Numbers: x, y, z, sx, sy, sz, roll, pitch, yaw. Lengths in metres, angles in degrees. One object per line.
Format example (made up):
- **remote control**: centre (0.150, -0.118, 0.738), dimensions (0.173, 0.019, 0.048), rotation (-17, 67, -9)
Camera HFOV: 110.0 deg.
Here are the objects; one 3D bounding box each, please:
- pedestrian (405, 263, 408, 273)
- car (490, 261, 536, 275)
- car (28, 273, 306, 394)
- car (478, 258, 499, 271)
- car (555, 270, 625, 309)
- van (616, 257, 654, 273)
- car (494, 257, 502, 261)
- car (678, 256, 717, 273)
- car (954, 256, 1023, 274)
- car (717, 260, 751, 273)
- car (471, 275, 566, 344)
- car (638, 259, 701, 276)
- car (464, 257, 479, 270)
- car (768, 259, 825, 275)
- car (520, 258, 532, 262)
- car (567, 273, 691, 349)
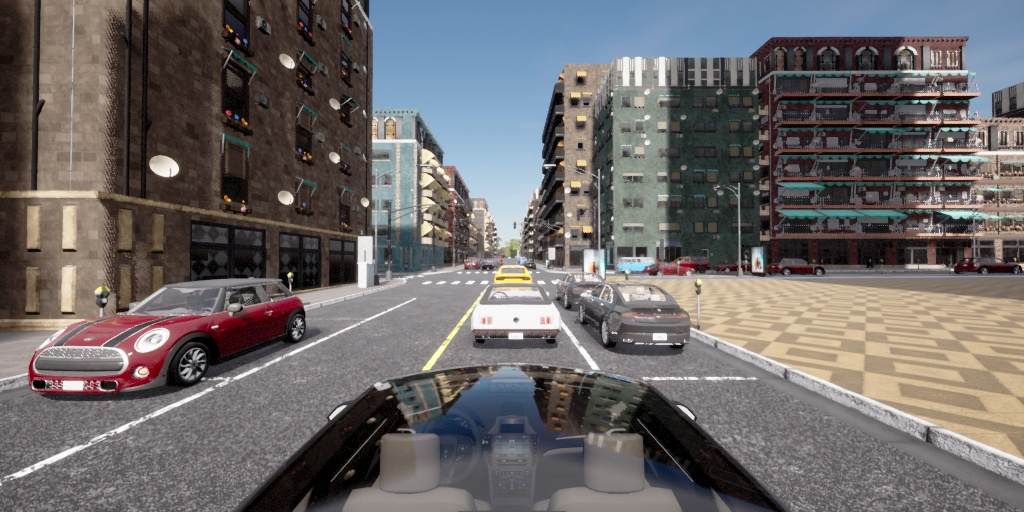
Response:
- **pedestrian**: centre (-12.623, 1.097, 42.694), dimensions (0.375, 1.860, 0.375), rotation (0, 0, 0)
- **car**: centre (0.053, 1.233, 19.038), dimensions (1.882, 1.535, 5.008), rotation (0, 0, 0)
- **car**: centre (-5.830, 1.191, 6.747), dimensions (1.967, 1.591, 4.097), rotation (0, 0, 0)
- **car**: centre (-3.228, 1.368, 50.455), dimensions (1.895, 1.301, 4.718), rotation (0, 0, 1)
- **car**: centre (2.791, 1.304, 14.572), dimensions (2.007, 1.370, 4.403), rotation (0, 0, 0)
- **van**: centre (13.683, 1.046, 39.604), dimensions (3.998, 1.789, 1.690), rotation (0, 0, 0)
- **car**: centre (-3.218, 1.319, 60.148), dimensions (2.033, 1.411, 5.357), rotation (0, 0, 0)
- **car**: centre (19.211, 0.977, 39.577), dimensions (5.009, 1.841, 2.192), rotation (0, 0, 0)
- **car**: centre (41.277, 0.812, 31.089), dimensions (4.097, 1.591, 1.967), rotation (0, 0, 0)
- **car**: centre (24.739, 1.165, 39.550), dimensions (4.507, 1.381, 1.888), rotation (0, 0, 0)
- **car**: centre (0.081, 1.353, 9.585), dimensions (1.895, 1.301, 4.718), rotation (0, 0, 0)
- **car**: centre (13.640, 1.163, 31.224), dimensions (4.207, 1.307, 1.802), rotation (0, 0, 0)
- **car**: centre (-5.807, 1.083, 52.785), dimensions (2.192, 1.841, 5.009), rotation (0, 0, 0)
- **car**: centre (24.696, 0.936, 31.170), dimensions (4.097, 1.591, 1.967), rotation (0, 0, 0)
- **car**: centre (2.574, 1.334, 52.764), dimensions (1.948, 1.339, 4.313), rotation (0, 0, 0)
- **car**: centre (2.804, 1.303, 9.002), dimensions (2.007, 1.370, 4.403), rotation (0, 0, 0)
